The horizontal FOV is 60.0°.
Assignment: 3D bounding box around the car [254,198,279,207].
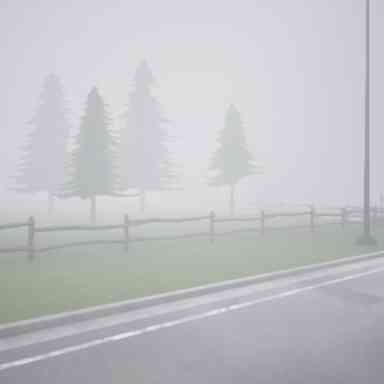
[{"bbox_3d":[13.334,1.820,59.571,2.097,1.767,4.553,1,0,-35],"label":"car"}]
